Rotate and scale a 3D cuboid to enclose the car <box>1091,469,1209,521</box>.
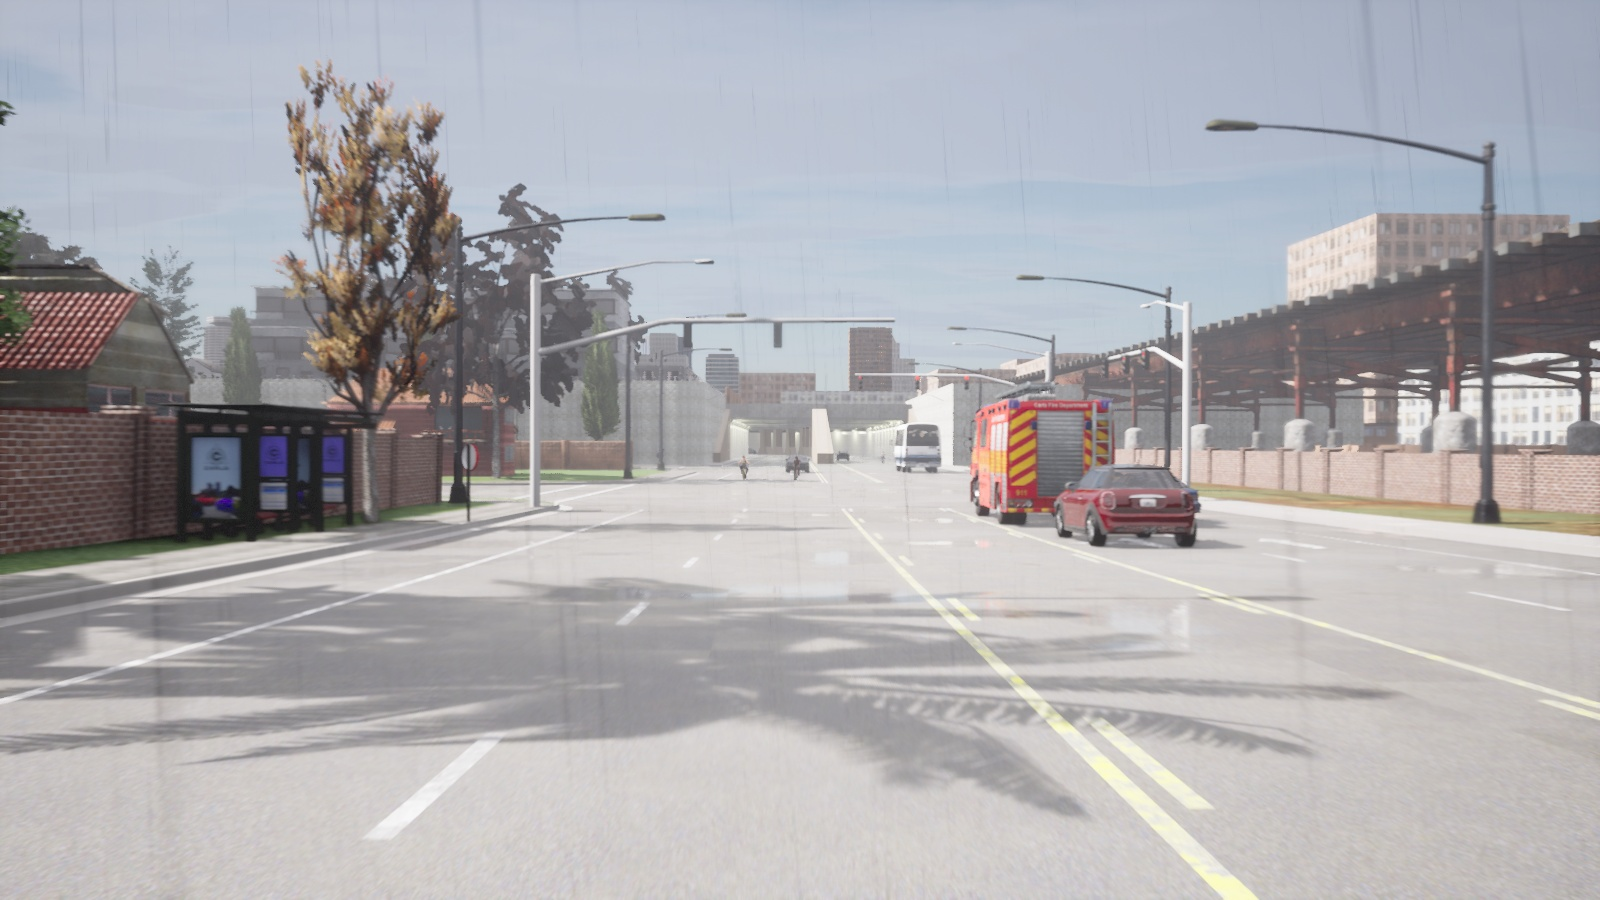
[{"bbox_3d":[10.410,1.306,37.831,2.033,1.411,5.357,0,0,0],"label":"car"}]

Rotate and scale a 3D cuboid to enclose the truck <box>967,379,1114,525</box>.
[{"bbox_3d":[6.873,0.100,37.240,2.891,3.827,8.468,0,0,1],"label":"truck"}]

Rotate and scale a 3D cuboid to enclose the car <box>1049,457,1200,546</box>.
[{"bbox_3d":[6.933,1.046,27.381,2.097,1.767,4.553,0,-1,0],"label":"car"}]
